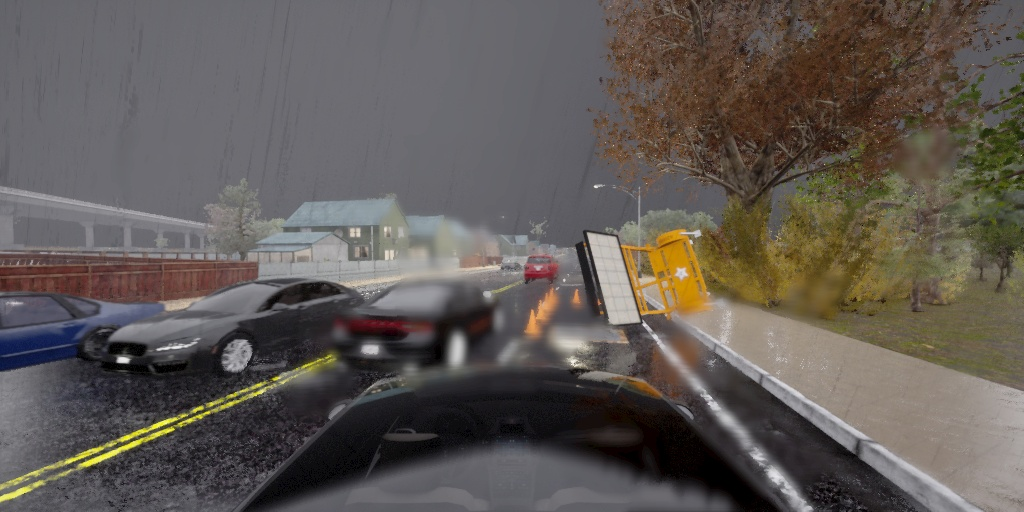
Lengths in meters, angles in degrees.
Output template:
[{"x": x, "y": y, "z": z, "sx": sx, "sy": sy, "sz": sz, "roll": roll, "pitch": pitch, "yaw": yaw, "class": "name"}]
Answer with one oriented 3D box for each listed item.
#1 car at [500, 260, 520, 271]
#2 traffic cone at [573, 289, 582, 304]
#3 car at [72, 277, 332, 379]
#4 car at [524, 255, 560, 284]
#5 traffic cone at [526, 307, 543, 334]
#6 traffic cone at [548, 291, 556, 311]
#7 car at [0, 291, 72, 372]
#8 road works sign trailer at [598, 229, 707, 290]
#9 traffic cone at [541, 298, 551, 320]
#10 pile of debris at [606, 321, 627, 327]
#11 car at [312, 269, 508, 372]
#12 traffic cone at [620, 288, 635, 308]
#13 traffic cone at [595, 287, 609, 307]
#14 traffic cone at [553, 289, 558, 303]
[{"x": -0.182, "y": 1.264, "z": 48.012, "sx": 1.994, "sy": 1.385, "sz": 4.181, "roll": 0, "pitch": 0, "yaw": 12, "class": "car"}, {"x": 2.741, "y": 1.697, "z": 14.992, "sx": 0.340, "sy": 0.580, "sz": 0.340, "roll": 0, "pitch": 0, "yaw": 12, "class": "traffic cone"}, {"x": -5.123, "y": 1.254, "z": 7.555, "sx": 1.837, "sy": 1.490, "sz": 4.892, "roll": 0, "pitch": 0, "yaw": 12, "class": "car"}, {"x": 2.315, "y": 0.954, "z": 26.746, "sx": 2.150, "sy": 2.045, "sz": 5.566, "roll": 0, "pitch": 0, "yaw": 12, "class": "car"}, {"x": 0.562, "y": 1.701, "z": 9.313, "sx": 0.340, "sy": 0.580, "sz": 0.340, "roll": 0, "pitch": 0, "yaw": 12, "class": "traffic cone"}, {"x": 1.362, "y": 1.699, "z": 13.233, "sx": 0.340, "sy": 0.580, "sz": 0.340, "roll": 0, "pitch": 0, "yaw": 12, "class": "traffic cone"}, {"x": -8.835, "y": 1.299, "z": 5.654, "sx": 2.033, "sy": 1.411, "sz": 5.357, "roll": 0, "pitch": 0, "yaw": 12, "class": "car"}, {"x": 4.568, "y": -0.996, "z": 10.702, "sx": 2.880, "sy": 3.560, "sz": 2.380, "roll": 0, "pitch": 0, "yaw": -25, "class": "road works sign trailer"}, {"x": 0.962, "y": 1.700, "z": 11.273, "sx": 0.340, "sy": 0.580, "sz": 0.340, "roll": 0, "pitch": 0, "yaw": 12, "class": "traffic cone"}, {"x": 1.897, "y": 1.911, "z": 9.054, "sx": 1.860, "sy": 0.140, "sz": 1.500, "roll": 0, "pitch": 0, "yaw": 11, "class": "pile of debris"}, {"x": -1.570, "y": 1.225, "z": 7.715, "sx": 1.882, "sy": 1.535, "sz": 5.008, "roll": 0, "pitch": 0, "yaw": 12, "class": "car"}, {"x": 4.700, "y": 1.696, "z": 14.592, "sx": 0.340, "sy": 0.580, "sz": 0.340, "roll": 0, "pitch": 0, "yaw": 12, "class": "traffic cone"}, {"x": 3.721, "y": 1.696, "z": 14.793, "sx": 0.340, "sy": 0.580, "sz": 0.340, "roll": 0, "pitch": 0, "yaw": 12, "class": "traffic cone"}, {"x": 1.762, "y": 1.697, "z": 15.192, "sx": 0.340, "sy": 0.580, "sz": 0.340, "roll": 0, "pitch": 0, "yaw": 12, "class": "traffic cone"}]
